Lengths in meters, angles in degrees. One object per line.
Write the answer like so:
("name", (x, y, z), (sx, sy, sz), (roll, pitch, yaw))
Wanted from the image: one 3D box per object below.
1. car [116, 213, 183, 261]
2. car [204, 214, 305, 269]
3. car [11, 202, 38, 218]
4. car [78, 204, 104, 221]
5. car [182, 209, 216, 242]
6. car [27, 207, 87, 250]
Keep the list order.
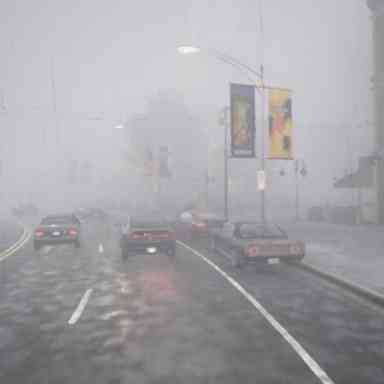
("car", (-1.832, 1.582, 12.810), (1.837, 1.490, 4.892), (0, 0, -14))
("car", (1.918, 1.636, 11.407), (1.895, 1.301, 4.718), (0, 0, -9))
("car", (-17.172, 1.788, 34.132), (2.128, 1.511, 4.902), (0, 0, -38))
("car", (-9.072, 1.735, 29.025), (1.812, 1.442, 4.674), (0, 0, -33))
("car", (0.294, 1.600, 16.903), (2.002, 1.452, 4.674), (0, 0, -19))
("car", (-6.040, 1.667, 15.217), (2.033, 1.411, 5.357), (0, 0, -19))
